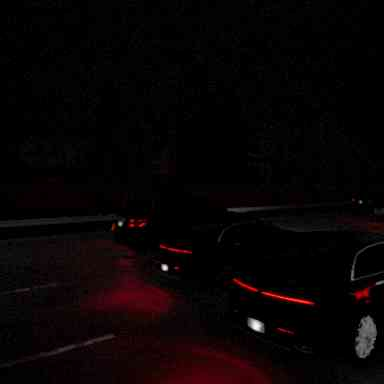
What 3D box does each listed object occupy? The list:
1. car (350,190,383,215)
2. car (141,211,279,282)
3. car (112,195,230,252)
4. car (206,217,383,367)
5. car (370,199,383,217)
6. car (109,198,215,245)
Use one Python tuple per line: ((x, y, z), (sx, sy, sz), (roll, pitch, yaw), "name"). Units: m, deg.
((15.477, 0.848, 27.773), (5.566, 2.045, 2.150), (-1, 1, -36), "car")
((1.335, 1.424, 8.993), (4.892, 1.490, 1.837), (-1, 1, -36), "car")
((-0.120, 1.125, 12.259), (5.566, 2.045, 2.150), (0, 0, -35), "car")
((2.793, 1.434, 5.733), (4.892, 1.490, 1.837), (-1, 1, -36), "car")
((14.502, 1.274, 22.753), (4.718, 1.301, 1.895), (-1, 1, -36), "car")
((-1.346, 1.248, 15.682), (4.553, 1.767, 2.097), (-1, 1, -36), "car")
